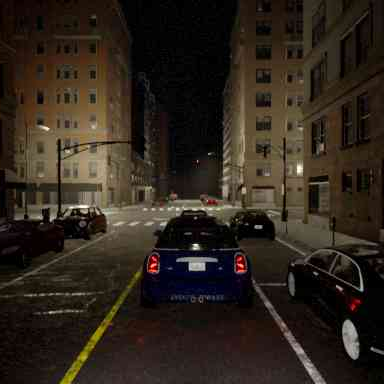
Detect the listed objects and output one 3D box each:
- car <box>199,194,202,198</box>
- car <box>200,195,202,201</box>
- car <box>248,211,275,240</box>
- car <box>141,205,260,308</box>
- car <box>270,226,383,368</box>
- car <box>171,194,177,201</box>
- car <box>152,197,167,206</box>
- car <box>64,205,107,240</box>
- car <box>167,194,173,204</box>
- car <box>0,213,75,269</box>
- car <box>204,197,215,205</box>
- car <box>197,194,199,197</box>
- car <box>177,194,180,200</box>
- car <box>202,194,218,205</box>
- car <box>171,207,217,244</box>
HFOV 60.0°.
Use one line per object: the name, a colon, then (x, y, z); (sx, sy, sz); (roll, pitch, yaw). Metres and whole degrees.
car: (3.181, 1.515, 75.299); (1.967, 1.590, 4.097); (0, 0, 0)
car: (3.126, 1.599, 64.481); (2.008, 1.369, 4.403); (0, 0, 0)
car: (2.910, 1.564, 16.573); (1.947, 1.339, 4.313); (0, 0, 0)
car: (0.105, 1.351, 8.064); (2.097, 1.767, 4.553); (0, 0, 0)
car: (2.873, 1.550, 5.571); (2.008, 1.369, 4.403); (0, 0, 0)
car: (-5.316, 1.616, 80.577); (1.752, 1.417, 4.829); (0, 0, 0)
car: (-5.455, 1.611, 53.705); (1.802, 1.307, 4.206); (0, 0, 0)
car: (-5.616, 1.439, 16.603); (1.967, 1.590, 4.097); (0, 0, 0)
car: (-5.399, 1.599, 64.522); (2.008, 1.369, 4.403); (0, 0, 0)
car: (-5.634, 1.581, 11.101); (1.802, 1.307, 4.206); (0, 0, 0)
car: (3.098, 1.564, 59.243); (1.752, 1.417, 4.829); (0, 0, 0)
car: (3.264, 1.446, 91.526); (2.192, 1.841, 5.009); (0, 0, 0)
car: (-5.260, 1.446, 91.565); (2.192, 1.841, 5.009); (0, 0, 0)
car: (3.069, 1.470, 53.663); (1.967, 1.590, 4.097); (0, 0, 0)
car: (0.100, 1.563, 16.647); (1.994, 1.385, 4.181); (0, 0, 1)
